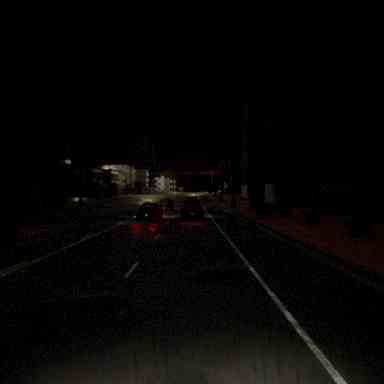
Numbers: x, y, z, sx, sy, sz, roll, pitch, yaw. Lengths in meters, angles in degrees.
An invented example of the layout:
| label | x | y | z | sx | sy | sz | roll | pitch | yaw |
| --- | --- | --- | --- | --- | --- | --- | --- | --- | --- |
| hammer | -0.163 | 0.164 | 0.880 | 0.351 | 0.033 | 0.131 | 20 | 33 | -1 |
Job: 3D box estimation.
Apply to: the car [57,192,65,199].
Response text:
| label | x | y | z | sx | sy | sz | roll | pitch | yaw |
| --- | --- | --- | --- | --- | --- | --- | --- | --- | --- |
| car | -29.498 | 0.818 | 73.290 | 1.970 | 1.475 | 3.806 | 0 | 2 | 0 |

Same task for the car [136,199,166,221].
| label | x | y | z | sx | sy | sz | roll | pitch | yaw |
| --- | --- | --- | --- | --- | --- | --- | --- | --- | --- |
| car | -3.477 | 1.606 | 27.720 | 1.812 | 1.442 | 4.674 | 0 | 0 | 1 |

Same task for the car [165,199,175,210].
| label | x | y | z | sx | sy | sz | roll | pitch | yaw |
| --- | --- | --- | --- | --- | --- | --- | --- | --- | --- |
| car | -3.435 | 1.639 | 44.486 | 1.837 | 1.490 | 4.892 | 0 | 0 | 0 |

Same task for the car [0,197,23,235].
| label | x | y | z | sx | sy | sz | roll | pitch | yaw |
| --- | --- | --- | --- | --- | --- | --- | --- | --- | --- |
| car | -10.514 | 1.266 | 16.252 | 2.150 | 2.045 | 5.566 | 0 | 0 | 0 |

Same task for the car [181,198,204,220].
| label | x | y | z | sx | sy | sz | roll | pitch | yaw |
| --- | --- | --- | --- | --- | --- | --- | --- | --- | --- |
| car | 0.031 | 1.559 | 28.638 | 1.882 | 1.535 | 5.008 | 0 | 0 | 1 |
